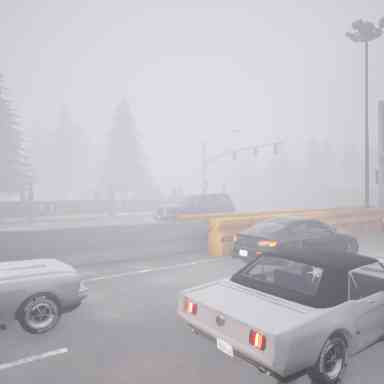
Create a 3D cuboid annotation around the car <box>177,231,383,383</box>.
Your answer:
[{"bbox_3d":[2.212,1.577,5.310,4.718,1.301,1.895,-1,0,-35],"label":"car"}]

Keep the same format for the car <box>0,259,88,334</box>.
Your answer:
[{"bbox_3d":[-4.140,1.601,5.092,4.718,1.301,1.895,0,0,-35],"label":"car"}]

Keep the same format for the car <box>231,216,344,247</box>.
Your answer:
[{"bbox_3d":[3.276,1.474,10.352,4.674,1.442,1.812,-1,0,-35],"label":"car"}]

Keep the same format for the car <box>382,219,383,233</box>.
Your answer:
[{"bbox_3d":[10.661,1.408,15.598,4.674,1.442,1.812,-1,0,-36],"label":"car"}]

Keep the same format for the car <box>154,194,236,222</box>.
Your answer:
[{"bbox_3d":[0.305,1.140,21.326,5.566,2.045,2.150,-1,0,-35],"label":"car"}]
